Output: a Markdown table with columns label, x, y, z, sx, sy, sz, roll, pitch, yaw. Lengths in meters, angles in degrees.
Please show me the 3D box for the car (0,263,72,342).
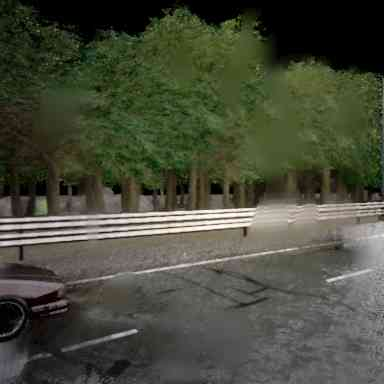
| label | x | y | z | sx | sy | sz | roll | pitch | yaw |
| --- | --- | --- | --- | --- | --- | --- | --- | --- | --- |
| car | -4.648 | 1.540 | 4.712 | 5.357 | 1.411 | 2.033 | 0 | 0 | -35 |
